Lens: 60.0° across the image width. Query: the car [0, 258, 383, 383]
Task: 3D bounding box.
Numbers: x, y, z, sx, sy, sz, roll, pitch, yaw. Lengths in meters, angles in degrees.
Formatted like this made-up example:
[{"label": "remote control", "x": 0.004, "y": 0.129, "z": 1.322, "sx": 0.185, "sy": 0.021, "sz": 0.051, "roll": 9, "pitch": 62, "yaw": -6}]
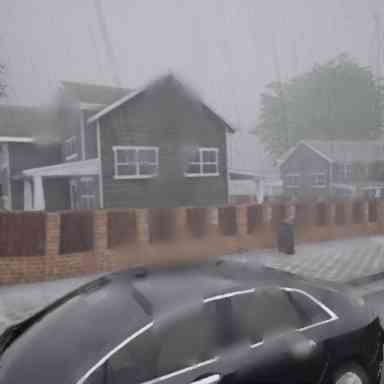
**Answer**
[{"label": "car", "x": -0.298, "y": 1.493, "z": 3.026, "sx": 4.892, "sy": 1.490, "sz": 1.837, "roll": 0, "pitch": 0, "yaw": -30}]
